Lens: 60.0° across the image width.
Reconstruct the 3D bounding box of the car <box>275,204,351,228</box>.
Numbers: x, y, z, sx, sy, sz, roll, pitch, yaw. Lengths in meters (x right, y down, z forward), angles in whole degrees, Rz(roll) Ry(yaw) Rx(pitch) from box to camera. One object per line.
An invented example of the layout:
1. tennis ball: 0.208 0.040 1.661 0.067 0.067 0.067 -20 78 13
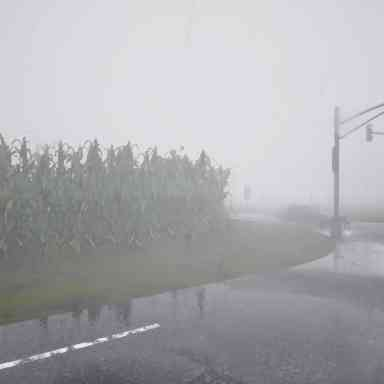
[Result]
1. car: 7.850 1.515 22.282 2.033 1.411 5.357 1 0 -25
